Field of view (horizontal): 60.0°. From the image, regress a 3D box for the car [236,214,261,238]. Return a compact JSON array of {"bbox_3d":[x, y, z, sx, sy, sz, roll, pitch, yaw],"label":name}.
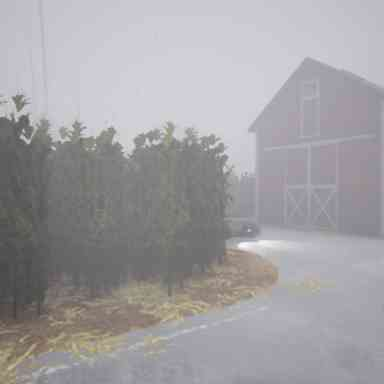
[{"bbox_3d":[1.509,1.609,17.093,1.994,1.385,4.181,0,0,-36],"label":"car"}]
